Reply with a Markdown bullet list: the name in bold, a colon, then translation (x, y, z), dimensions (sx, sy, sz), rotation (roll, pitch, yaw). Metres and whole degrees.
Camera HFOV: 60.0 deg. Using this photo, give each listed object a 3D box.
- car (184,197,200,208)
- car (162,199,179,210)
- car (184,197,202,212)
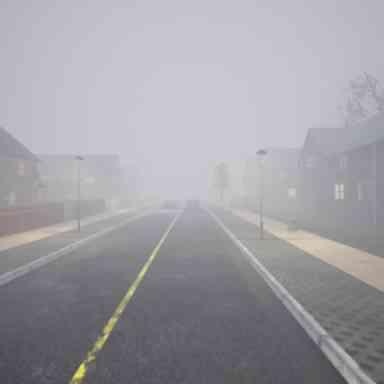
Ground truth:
- **car**: translation (0.022, 1.460, 47.828), dimensions (2.128, 1.511, 4.902), rotation (0, 0, 0)
- **car**: translation (-2.747, 1.548, 42.755), dimensions (1.994, 1.385, 4.181), rotation (0, 0, 0)
- **car**: translation (0.102, 1.523, 37.674), dimensions (2.033, 1.411, 5.357), rotation (0, 0, 0)
